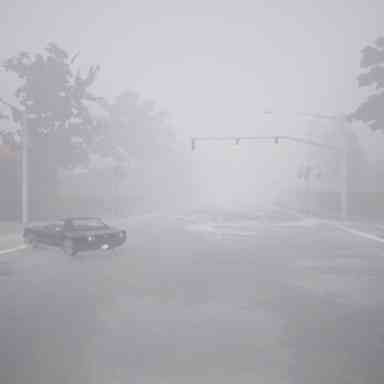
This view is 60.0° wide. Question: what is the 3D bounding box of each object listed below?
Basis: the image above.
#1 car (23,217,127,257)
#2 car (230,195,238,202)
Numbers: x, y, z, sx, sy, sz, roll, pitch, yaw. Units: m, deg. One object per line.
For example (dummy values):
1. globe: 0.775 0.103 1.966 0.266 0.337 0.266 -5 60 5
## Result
1. car: -4.805 1.646 13.181 4.718 1.301 1.895 0 0 39
2. car: 9.788 1.539 77.821 1.812 1.442 4.674 0 0 7
